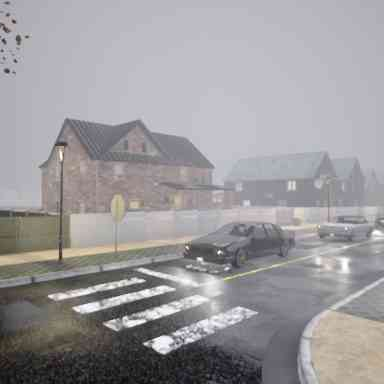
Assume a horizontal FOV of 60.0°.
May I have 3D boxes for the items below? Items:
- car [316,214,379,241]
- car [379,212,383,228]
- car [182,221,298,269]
[{"bbox_3d":[9.276,2.108,19.952,1.895,1.301,4.718,-1,-2,44],"label":"car"},{"bbox_3d":[16.617,2.242,27.430,2.128,1.511,4.902,-1,-2,45],"label":"car"},{"bbox_3d":[2.077,1.821,12.570,2.033,1.411,5.357,-1,-2,43],"label":"car"}]
